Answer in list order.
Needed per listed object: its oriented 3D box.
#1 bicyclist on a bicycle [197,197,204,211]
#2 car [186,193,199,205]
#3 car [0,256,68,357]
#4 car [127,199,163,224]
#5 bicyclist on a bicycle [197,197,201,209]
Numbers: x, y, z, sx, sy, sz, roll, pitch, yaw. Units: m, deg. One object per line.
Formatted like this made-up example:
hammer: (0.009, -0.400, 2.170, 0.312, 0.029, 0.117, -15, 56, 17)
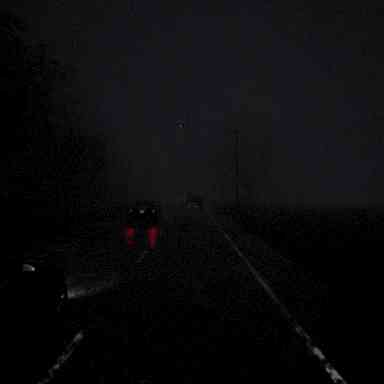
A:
bicyclist on a bicycle: (0.982, 1.387, 36.861, 0.659, 1.776, 1.843, 0, 0, 0)
car: (0.071, 1.251, 59.953, 2.150, 2.045, 5.566, 0, 0, 1)
car: (-3.400, 1.566, 4.785, 1.994, 1.385, 4.181, 0, 0, 0)
car: (-3.391, 1.363, 24.691, 2.097, 1.767, 4.553, 0, 0, 0)
bicyclist on a bicycle: (0.984, 1.473, 45.651, 0.582, 1.620, 1.656, 0, 0, 0)
